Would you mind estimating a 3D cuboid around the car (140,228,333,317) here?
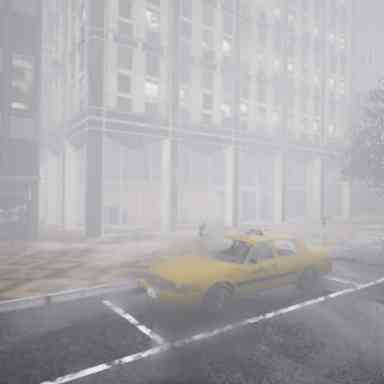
[{"bbox_3d":[1.236,1.539,7.498,4.829,1.417,1.752,0,1,-35],"label":"car"}]
